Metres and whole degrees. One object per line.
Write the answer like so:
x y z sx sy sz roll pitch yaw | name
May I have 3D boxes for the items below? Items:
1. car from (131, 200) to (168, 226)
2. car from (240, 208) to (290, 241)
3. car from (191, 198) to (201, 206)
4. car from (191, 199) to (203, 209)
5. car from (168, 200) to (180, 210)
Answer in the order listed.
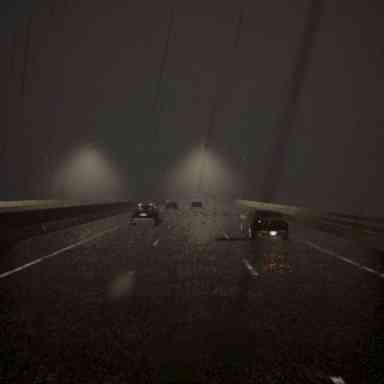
-3.285 1.645 25.061 2.033 1.649 4.856 0 0 1 | car
3.705 1.628 17.472 1.837 1.490 4.892 0 0 1 | car
0.906 2.065 69.489 2.033 1.411 5.357 0 0 1 | car
0.751 1.888 53.352 2.128 1.511 4.902 0 -1 1 | car
-2.924 1.860 48.942 2.128 1.511 4.902 0 -1 1 | car
